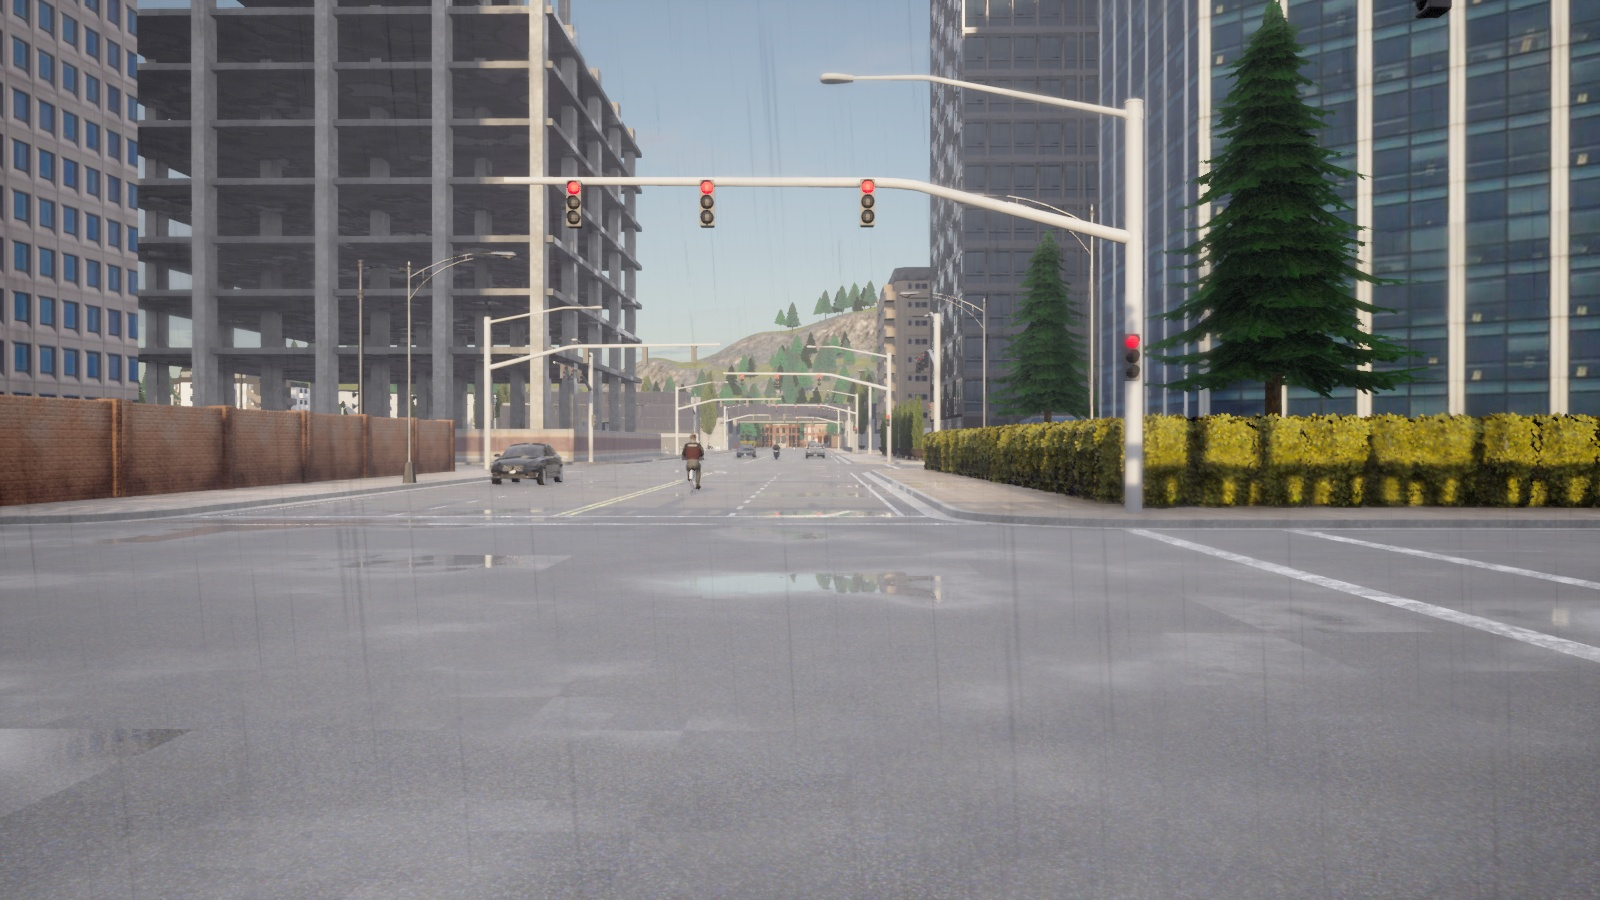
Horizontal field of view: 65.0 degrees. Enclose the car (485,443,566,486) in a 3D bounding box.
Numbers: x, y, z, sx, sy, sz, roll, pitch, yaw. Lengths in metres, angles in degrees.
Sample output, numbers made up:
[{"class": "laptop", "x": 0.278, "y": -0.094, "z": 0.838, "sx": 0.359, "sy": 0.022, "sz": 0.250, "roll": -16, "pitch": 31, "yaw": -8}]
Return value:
[{"class": "car", "x": -9.928, "y": 0.485, "z": 45.819, "sx": 1.837, "sy": 1.490, "sz": 4.892, "roll": 0, "pitch": 0, "yaw": 1}]
